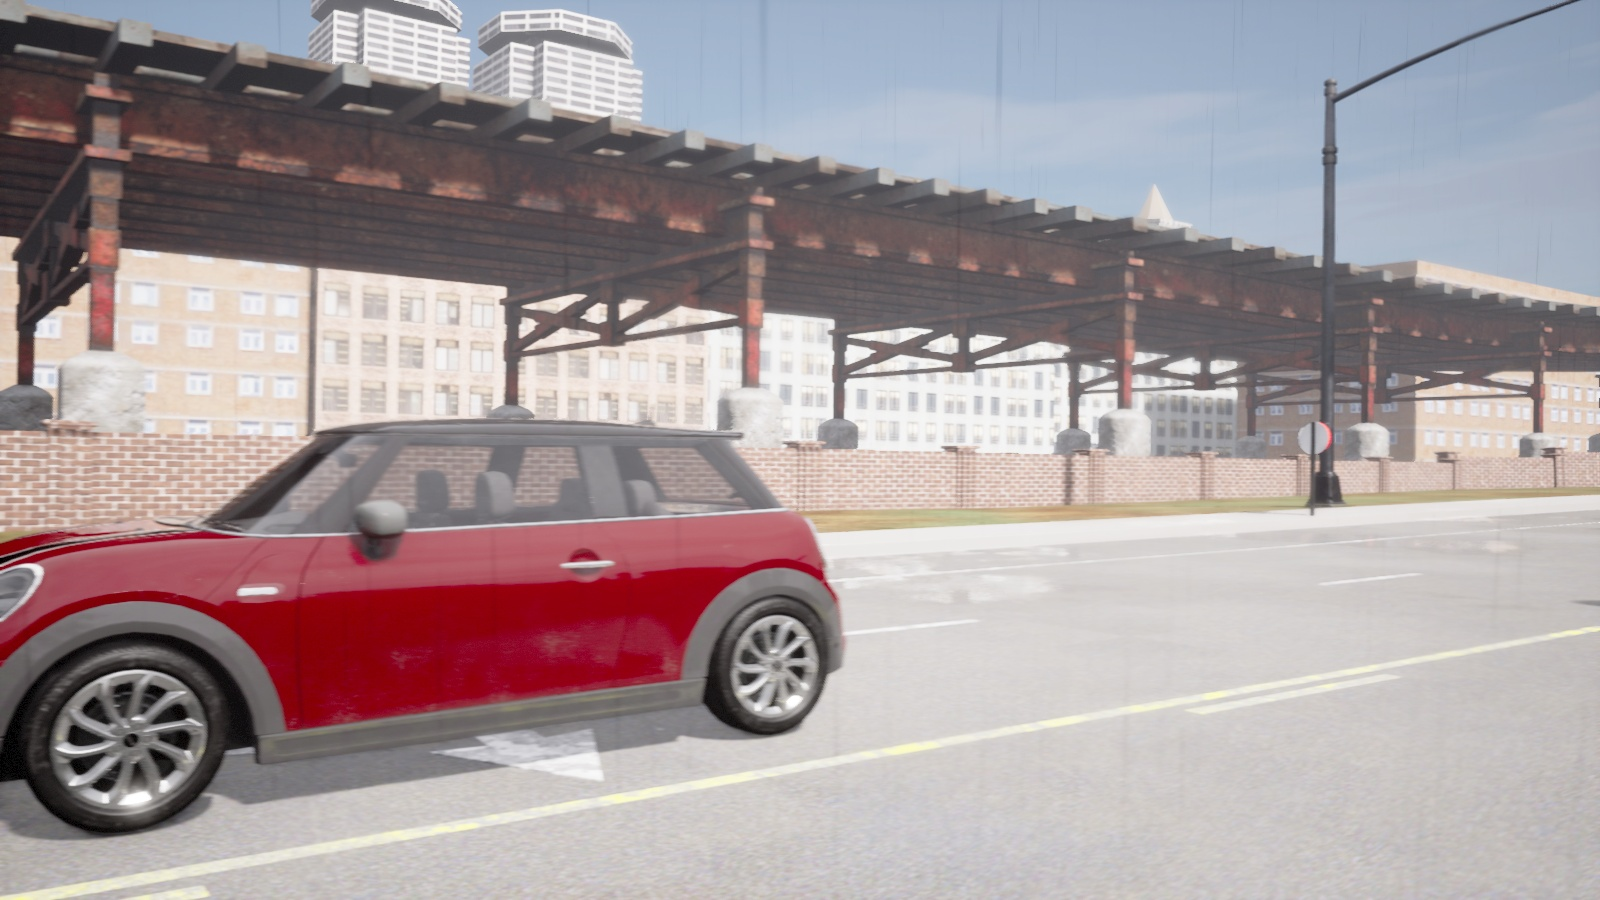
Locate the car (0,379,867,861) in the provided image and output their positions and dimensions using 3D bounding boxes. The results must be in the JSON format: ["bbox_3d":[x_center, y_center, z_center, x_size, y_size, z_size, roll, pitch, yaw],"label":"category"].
[{"bbox_3d":[-2.098,0.627,6.463,4.553,1.767,2.097,0,0,-35],"label":"car"}]
